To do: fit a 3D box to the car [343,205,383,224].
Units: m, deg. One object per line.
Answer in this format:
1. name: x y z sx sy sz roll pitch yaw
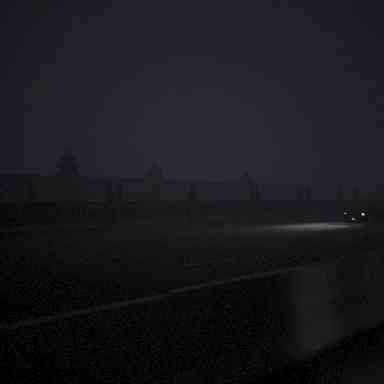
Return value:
1. car: 13.707 1.659 25.221 4.718 1.301 1.895 0 0 -27
